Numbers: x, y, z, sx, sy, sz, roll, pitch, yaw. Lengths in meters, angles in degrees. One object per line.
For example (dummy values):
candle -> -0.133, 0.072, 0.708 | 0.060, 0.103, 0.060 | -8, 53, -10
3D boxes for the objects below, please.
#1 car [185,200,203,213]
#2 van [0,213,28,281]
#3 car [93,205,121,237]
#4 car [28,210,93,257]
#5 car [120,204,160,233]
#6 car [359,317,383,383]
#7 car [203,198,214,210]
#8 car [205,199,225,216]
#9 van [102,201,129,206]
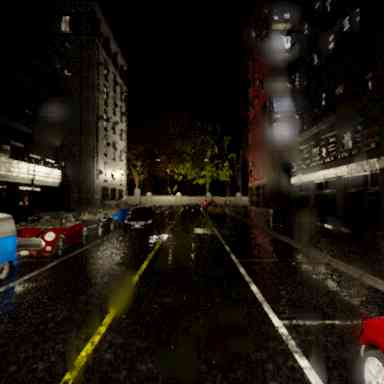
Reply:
car -> 0.062, 1.933, 41.733 | 1.895, 1.301, 4.718 | 0, 0, 0
van -> -5.647, 1.402, 7.543 | 1.690, 1.788, 3.998 | 1, 0, 0
car -> -5.662, 1.702, 18.935 | 2.008, 1.369, 4.403 | 1, 0, 0
car -> -5.654, 1.546, 13.239 | 1.967, 1.590, 4.097 | 1, 0, 0
car -> -3.120, 1.695, 21.278 | 1.812, 1.442, 4.674 | 0, 0, 0
car -> 2.701, 1.561, 1.915 | 1.887, 1.381, 4.507 | 1, 0, 0
car -> 2.660, 1.923, 47.485 | 1.887, 1.381, 4.507 | 1, 0, 0
car -> 2.670, 1.814, 36.262 | 1.752, 1.417, 4.829 | 1, 0, 0
van -> -5.664, 1.538, 24.632 | 1.690, 1.788, 3.998 | 1, 0, 0
